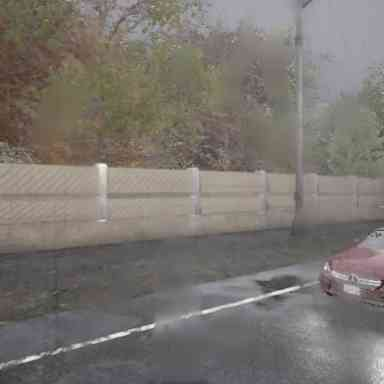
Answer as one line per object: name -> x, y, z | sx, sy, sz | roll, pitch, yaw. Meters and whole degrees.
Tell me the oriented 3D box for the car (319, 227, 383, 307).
car -> 4.784, 1.488, 7.337 | 4.674, 1.442, 1.812 | 0, 0, -35
